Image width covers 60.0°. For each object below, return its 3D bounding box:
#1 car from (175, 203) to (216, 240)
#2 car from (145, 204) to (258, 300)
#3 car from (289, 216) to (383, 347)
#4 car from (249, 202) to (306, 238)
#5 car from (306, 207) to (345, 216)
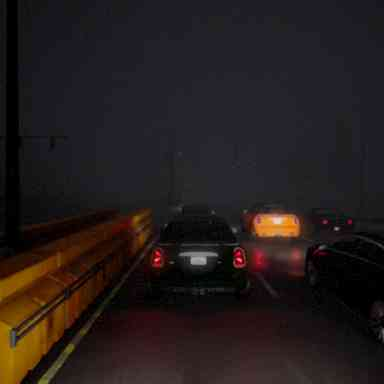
[{"bbox_3d":[0.170,1.421,17.610,1.837,1.490,4.892,0,0,0],"label":"car"},{"bbox_3d":[0.131,1.312,8.434,2.097,1.767,4.553,0,0,0],"label":"car"},{"bbox_3d":[3.622,1.462,6.145,2.128,1.511,4.902,0,0,0],"label":"car"},{"bbox_3d":[3.666,1.275,16.302,2.097,1.767,4.553,0,0,0],"label":"car"},{"bbox_3d":[7.173,1.512,18.670,1.895,1.301,4.718,0,0,0],"label":"car"}]
